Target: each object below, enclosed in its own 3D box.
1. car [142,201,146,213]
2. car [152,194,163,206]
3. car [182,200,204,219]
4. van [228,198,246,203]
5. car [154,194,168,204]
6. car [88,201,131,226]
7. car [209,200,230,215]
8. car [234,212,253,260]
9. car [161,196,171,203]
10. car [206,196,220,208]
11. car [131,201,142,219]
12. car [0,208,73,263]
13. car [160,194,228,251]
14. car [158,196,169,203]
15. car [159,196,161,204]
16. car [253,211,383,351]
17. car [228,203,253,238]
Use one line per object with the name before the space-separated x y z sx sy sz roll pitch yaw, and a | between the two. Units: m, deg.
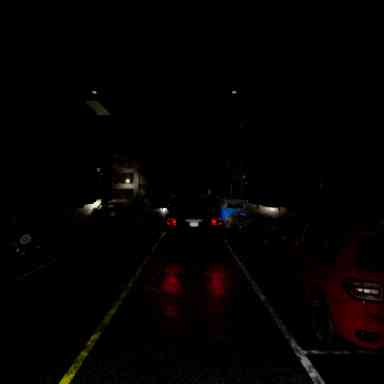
car | -5.760 1.565 34.157 1.947 1.339 4.313 0 0 0
car | -5.760 1.547 56.564 1.887 1.381 4.507 0 0 0
car | 0.086 1.503 30.386 1.837 1.490 4.892 0 0 0
van | 2.766 1.339 22.969 1.690 1.788 3.998 0 0 0
car | -5.759 1.319 62.166 2.192 1.841 5.009 0 0 0
car | -5.760 1.439 22.954 1.967 1.590 4.097 0 0 0
car | 2.765 1.580 34.174 1.802 1.307 4.206 0 0 0
car | 2.765 1.581 11.765 1.802 1.307 4.206 0 0 0
car | -5.760 1.532 73.199 1.752 1.417 4.829 0 0 0
car | 3.000 1.456 48.795 1.801 1.575 5.366 0 0 0
car | -5.760 1.580 28.555 1.802 1.307 4.206 0 0 0
car | -5.760 1.439 11.751 1.967 1.590 4.097 0 0 0
car | 0.086 1.219 14.180 2.150 2.045 5.566 0 0 0
car | -5.760 1.530 67.598 1.752 1.417 4.829 0 0 0
car | -3.085 1.564 45.954 1.994 1.385 4.181 0 0 0
car | 2.766 1.314 6.163 2.192 1.841 5.009 0 0 0
car | 2.765 1.524 17.537 1.752 1.417 4.829 0 0 0
